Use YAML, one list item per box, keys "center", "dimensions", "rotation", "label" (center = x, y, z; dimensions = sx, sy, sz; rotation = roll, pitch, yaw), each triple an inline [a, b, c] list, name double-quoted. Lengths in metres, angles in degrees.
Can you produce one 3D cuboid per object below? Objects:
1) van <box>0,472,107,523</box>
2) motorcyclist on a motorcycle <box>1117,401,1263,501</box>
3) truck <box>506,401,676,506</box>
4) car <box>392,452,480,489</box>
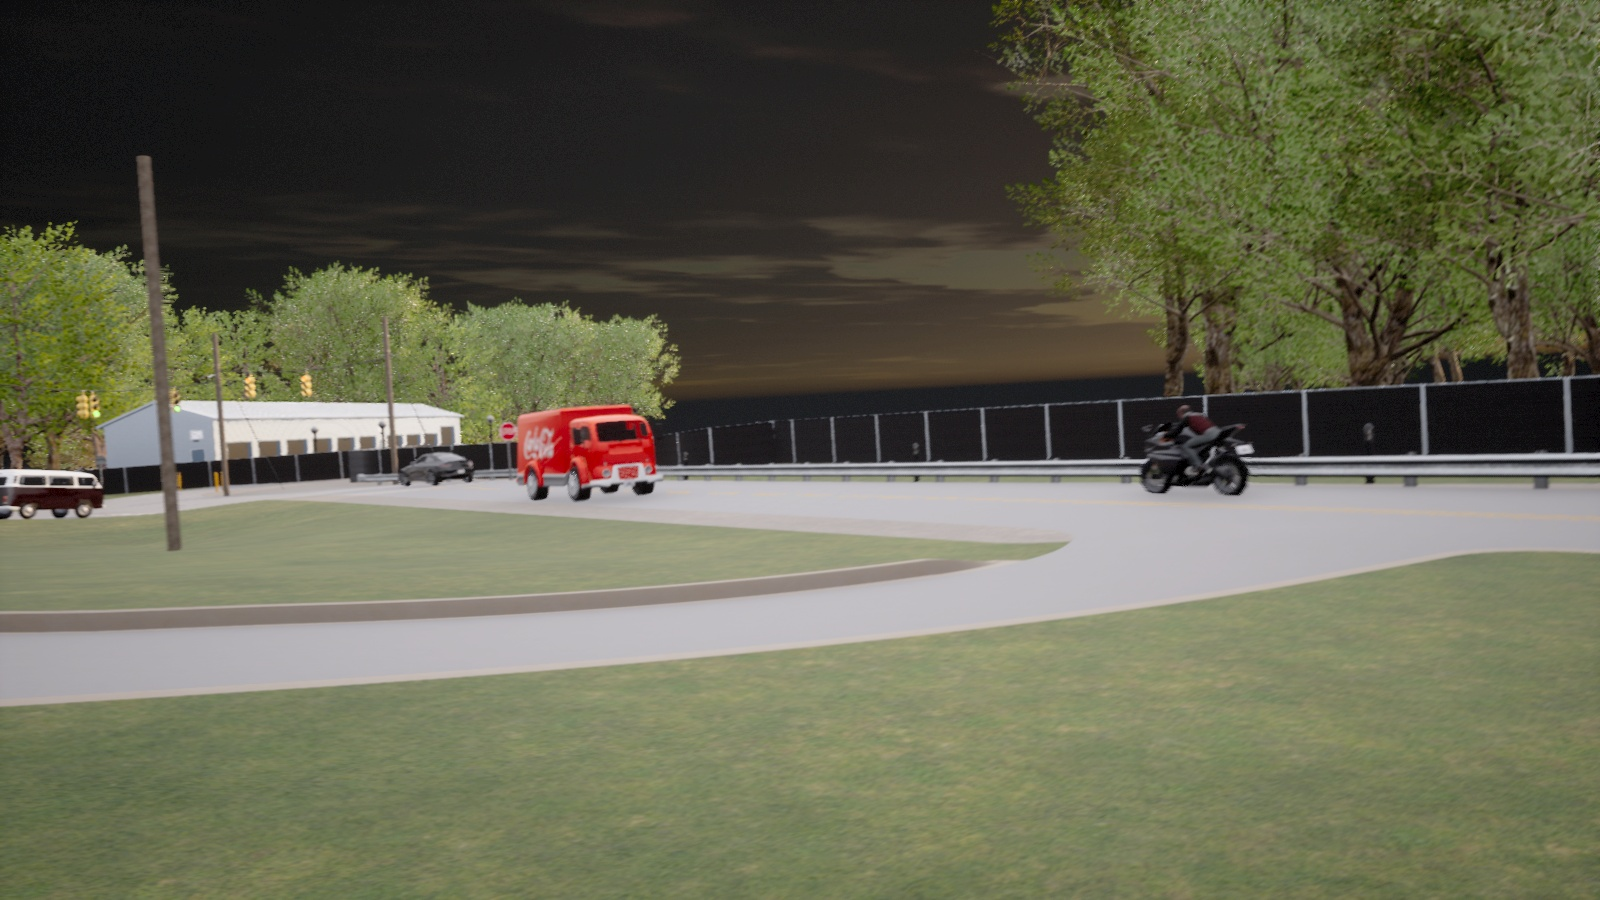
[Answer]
- center: [-31.764, 2.019, 52.585]
  dimensions: [2.069, 2.038, 4.480]
  rotation: [-2, -3, 24]
  label: "van"
- center: [6.438, 0.029, 20.858]
  dimensions: [0.866, 1.530, 2.191]
  rotation: [-5, 2, -31]
  label: "motorcyclist on a motorcycle"
- center: [-5.787, 0.114, 34.150]
  dimensions: [2.627, 2.467, 5.204]
  rotation: [-5, 1, -32]
  label: "truck"
- center: [-16.378, 0.938, 56.297]
  dimensions: [1.812, 1.442, 4.674]
  rotation: [-5, 2, -42]
  label: "car"
